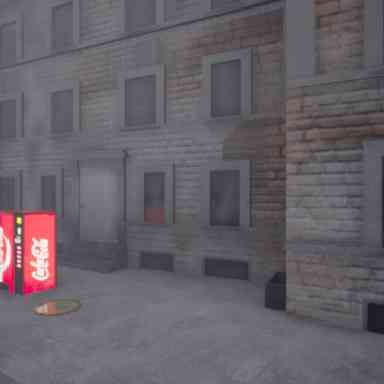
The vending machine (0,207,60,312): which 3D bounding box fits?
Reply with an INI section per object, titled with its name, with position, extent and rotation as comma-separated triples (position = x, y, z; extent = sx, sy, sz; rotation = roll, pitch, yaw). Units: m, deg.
[vending machine]
position = -3.728, 1.415, 7.510
extent = 0.880, 2.100, 1.100
rotation = 0, 0, 35
